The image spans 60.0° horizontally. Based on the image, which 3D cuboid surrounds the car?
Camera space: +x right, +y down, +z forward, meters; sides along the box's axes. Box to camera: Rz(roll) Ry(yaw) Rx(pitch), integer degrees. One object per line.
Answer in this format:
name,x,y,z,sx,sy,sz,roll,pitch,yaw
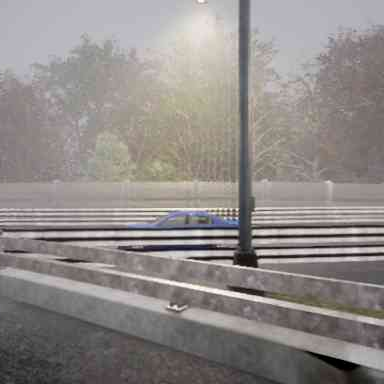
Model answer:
car,-0.499,1.479,12.831,5.008,1.535,1.882,0,0,-4
